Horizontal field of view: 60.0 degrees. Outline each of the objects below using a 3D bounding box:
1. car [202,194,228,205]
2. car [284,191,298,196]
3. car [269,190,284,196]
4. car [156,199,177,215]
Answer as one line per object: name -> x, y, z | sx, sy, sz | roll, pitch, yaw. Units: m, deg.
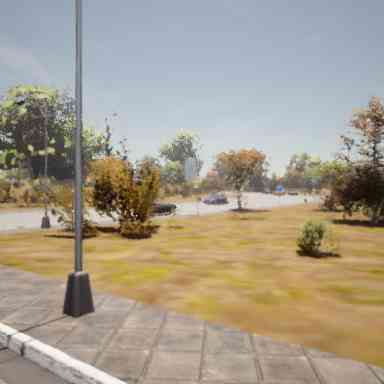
car -> 3.557, 1.072, 50.992 | 2.097, 1.767, 4.553 | 0, 1, 39
car -> 27.189, 0.381, 90.148 | 1.895, 1.301, 4.718 | 0, 1, 1
car -> 23.710, 0.101, 91.797 | 2.097, 1.767, 4.553 | 0, 1, -4
car -> -3.416, 1.423, 31.065 | 2.128, 1.511, 4.902 | 0, 0, 39
